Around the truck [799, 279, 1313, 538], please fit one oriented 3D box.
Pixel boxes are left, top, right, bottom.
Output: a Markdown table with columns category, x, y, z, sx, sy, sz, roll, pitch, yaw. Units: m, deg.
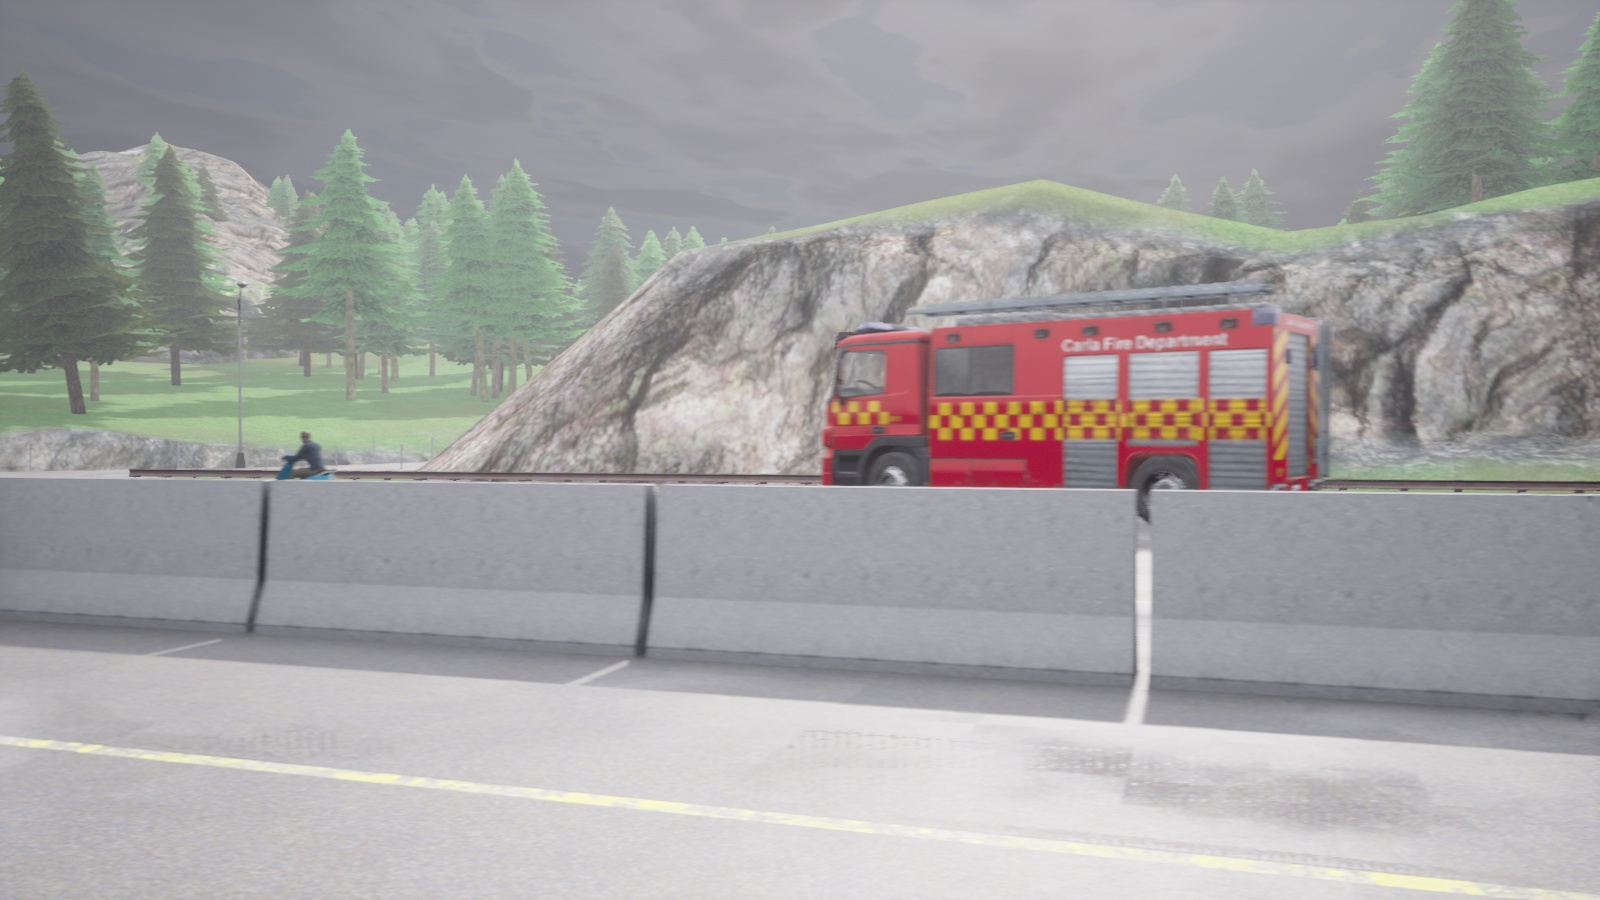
| category | x | y | z | sx | sy | sz | roll | pitch | yaw |
| --- | --- | --- | --- | --- | --- | --- | --- | --- | --- |
| truck | 4.239 | -0.678 | 22.235 | 8.468 | 3.827 | 2.891 | 1 | 1 | 37 |

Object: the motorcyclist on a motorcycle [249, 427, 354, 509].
| category | x | y | z | sx | sy | sz | roll | pitch | yaw |
| --- | --- | --- | --- | --- | --- | --- | --- | --- | --- |
| motorcyclist on a motorcycle | -9.915 | 0.342 | 24.990 | 1.817 | 1.590 | 0.866 | 1 | 1 | 19 |
